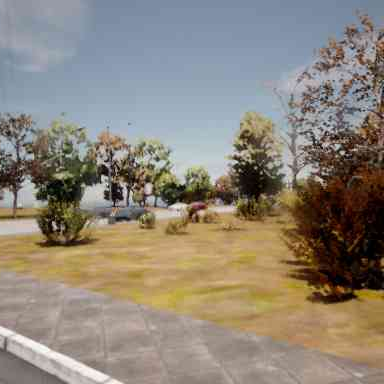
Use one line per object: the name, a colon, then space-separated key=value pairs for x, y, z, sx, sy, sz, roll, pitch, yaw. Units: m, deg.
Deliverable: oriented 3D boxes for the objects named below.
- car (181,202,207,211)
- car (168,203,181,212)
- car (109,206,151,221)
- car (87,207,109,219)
car: x=0.728 y=2.433 z=55.934 sx=1.882 sy=1.535 sz=5.008 roll=-3 pitch=-2 yaw=32
car: x=-2.338 y=2.630 z=57.626 sx=1.812 sy=1.442 sz=4.674 roll=-3 pitch=-2 yaw=32
car: x=-5.543 y=2.071 z=32.486 sx=1.994 sy=1.385 sz=4.181 roll=-3 pitch=-2 yaw=32
car: x=-11.036 y=2.385 z=37.285 sx=1.994 sy=1.385 sz=4.181 roll=-3 pitch=-2 yaw=32
